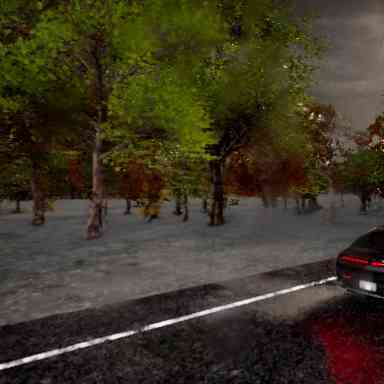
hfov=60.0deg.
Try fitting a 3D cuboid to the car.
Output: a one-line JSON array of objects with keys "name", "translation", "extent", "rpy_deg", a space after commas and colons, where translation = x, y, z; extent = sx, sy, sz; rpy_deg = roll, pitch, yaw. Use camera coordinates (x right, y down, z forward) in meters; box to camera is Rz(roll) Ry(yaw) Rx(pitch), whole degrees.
[{"name": "car", "translation": [5.252, 1.502, 7.619], "extent": [4.892, 1.490, 1.837], "rpy_deg": [0, 0, -36]}]
